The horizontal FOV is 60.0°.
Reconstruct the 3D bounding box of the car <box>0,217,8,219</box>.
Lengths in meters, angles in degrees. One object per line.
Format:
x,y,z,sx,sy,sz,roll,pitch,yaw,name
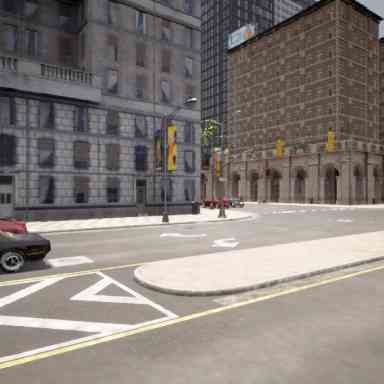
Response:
-8.515,1.526,12.063,4.674,1.442,1.812,0,0,-35,car

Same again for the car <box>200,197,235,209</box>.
3.189,1.478,46.375,1.882,1.535,5.008,0,0,-35,car

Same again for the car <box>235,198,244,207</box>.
5.618,1.491,49.006,2.128,1.511,4.902,0,0,-35,car

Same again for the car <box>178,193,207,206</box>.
-0.024,1.221,57.104,2.150,2.045,5.566,0,0,-34,car

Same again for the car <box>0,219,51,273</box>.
-6.569,1.601,9.158,4.718,1.301,1.895,0,0,-35,car
